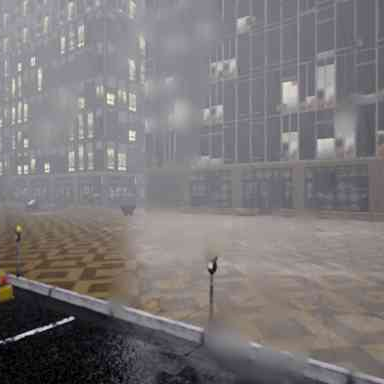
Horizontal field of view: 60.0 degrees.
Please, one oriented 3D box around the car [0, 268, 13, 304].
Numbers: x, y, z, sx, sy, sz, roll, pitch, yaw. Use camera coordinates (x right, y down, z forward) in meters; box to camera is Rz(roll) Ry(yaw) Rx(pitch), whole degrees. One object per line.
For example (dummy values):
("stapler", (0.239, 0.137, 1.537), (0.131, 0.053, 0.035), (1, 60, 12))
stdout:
("car", (-5.524, 1.551, 6.778), (4.829, 1.417, 1.752), (0, 0, 35))
